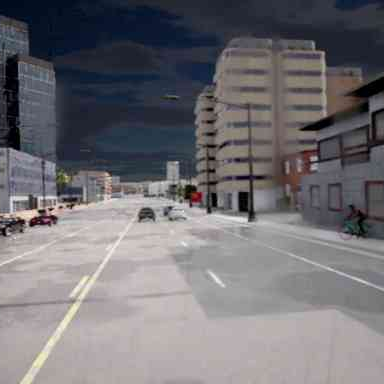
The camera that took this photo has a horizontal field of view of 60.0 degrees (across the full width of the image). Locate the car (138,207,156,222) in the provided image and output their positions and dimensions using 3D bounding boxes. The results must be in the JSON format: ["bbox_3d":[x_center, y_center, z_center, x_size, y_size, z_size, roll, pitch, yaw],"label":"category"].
[{"bbox_3d":[-5.212,2.613,38.488,1.837,1.490,4.892,-1,-1,-7],"label":"car"}]

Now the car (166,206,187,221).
[{"bbox_3d":[-1.746,2.545,38.994,1.812,1.442,4.674,-1,-1,-8],"label":"car"}]

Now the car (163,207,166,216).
[{"bbox_3d":[-3.291,2.768,49.611,1.812,1.442,4.674,-1,0,-8],"label":"car"}]

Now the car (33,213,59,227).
[{"bbox_3d":[-15.408,2.881,34.863,1.994,1.385,4.181,-1,-2,-7],"label":"car"}]

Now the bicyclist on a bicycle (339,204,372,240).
[{"bbox_3d":[7.474,1.372,15.218,1.656,1.620,0.582,-2,-1,-8],"label":"bicyclist on a bicycle"}]

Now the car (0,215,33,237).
[{"bbox_3d":[-14.043,2.479,24.901,2.128,1.511,4.902,-1,-2,-8],"label":"car"}]

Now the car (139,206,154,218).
[{"bbox_3d":[-6.735,2.878,48.969,2.033,1.411,5.357,-1,-1,-8],"label":"car"}]
